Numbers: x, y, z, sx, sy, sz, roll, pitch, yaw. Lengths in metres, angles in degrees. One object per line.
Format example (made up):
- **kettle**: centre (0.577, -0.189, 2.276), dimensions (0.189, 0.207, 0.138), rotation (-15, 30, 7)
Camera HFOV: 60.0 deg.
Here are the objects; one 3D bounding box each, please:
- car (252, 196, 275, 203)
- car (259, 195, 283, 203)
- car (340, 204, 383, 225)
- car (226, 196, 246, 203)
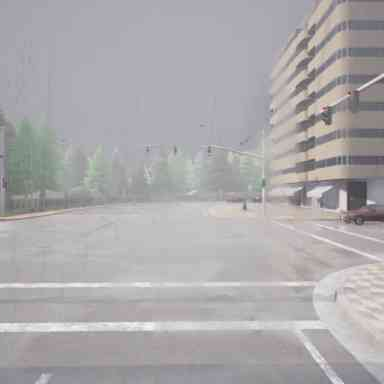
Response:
- **car**: centre (14.256, 1.526, 67.777), dimensions (4.674, 1.442, 1.812), rotation (0, 0, -34)
- **car**: centre (17.571, 1.525, 73.656), dimensions (4.902, 1.511, 2.128), rotation (0, 0, -23)
- **car**: centre (13.186, 1.581, 24.031), dimensions (4.674, 1.442, 1.812), rotation (0, 0, -1)
- **car**: centre (9.036, 1.492, 67.674), dimensions (4.902, 1.511, 2.128), rotation (0, 0, -42)
